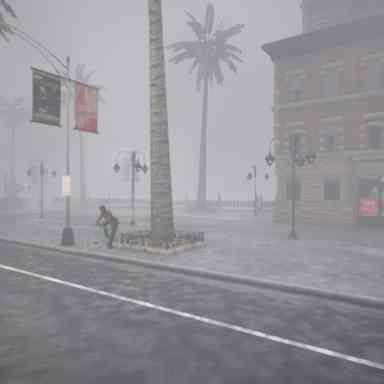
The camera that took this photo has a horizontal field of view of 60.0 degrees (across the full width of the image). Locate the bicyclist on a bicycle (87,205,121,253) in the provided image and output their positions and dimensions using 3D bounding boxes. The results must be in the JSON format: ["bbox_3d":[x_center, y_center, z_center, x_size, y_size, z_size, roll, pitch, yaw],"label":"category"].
[{"bbox_3d":[-3.074,1.293,11.888,0.582,1.620,1.656,0,0,35],"label":"bicyclist on a bicycle"}]
